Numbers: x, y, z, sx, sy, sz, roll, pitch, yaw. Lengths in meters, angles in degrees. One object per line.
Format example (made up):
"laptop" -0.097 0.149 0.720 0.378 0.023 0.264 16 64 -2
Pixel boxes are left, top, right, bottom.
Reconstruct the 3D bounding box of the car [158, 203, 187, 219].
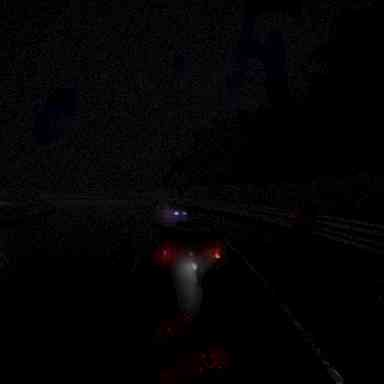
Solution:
"car" -1.560 1.588 26.135 2.033 1.411 5.357 0 0 -10

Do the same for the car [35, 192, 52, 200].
"car" -37.969 1.315 86.117 5.008 1.535 1.882 0 0 42

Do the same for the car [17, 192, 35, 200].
"car" -41.949 1.397 85.009 5.357 1.411 2.033 0 0 42

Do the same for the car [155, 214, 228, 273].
"car" -0.056 1.621 10.674 1.895 1.301 4.718 0 0 -1
